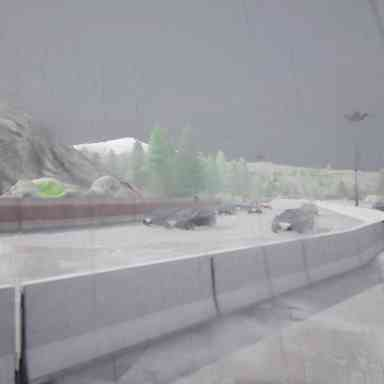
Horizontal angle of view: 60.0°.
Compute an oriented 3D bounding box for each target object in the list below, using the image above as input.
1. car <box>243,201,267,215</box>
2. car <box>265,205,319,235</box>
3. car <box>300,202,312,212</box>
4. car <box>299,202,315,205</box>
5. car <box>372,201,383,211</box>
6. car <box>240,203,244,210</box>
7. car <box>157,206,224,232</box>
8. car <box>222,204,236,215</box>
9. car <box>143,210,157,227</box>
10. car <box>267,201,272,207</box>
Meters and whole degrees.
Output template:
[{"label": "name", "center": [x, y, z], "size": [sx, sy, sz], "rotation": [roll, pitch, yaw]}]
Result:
[{"label": "car", "center": [8.907, 2.344, 46.494], "size": [2.128, 1.511, 4.902], "rotation": [-1, -1, 17]}, {"label": "car", "center": [6.771, 1.887, 21.894], "size": [2.128, 1.511, 4.902], "rotation": [-1, -1, 31]}, {"label": "car", "center": [19.267, 2.482, 56.413], "size": [1.882, 1.535, 5.008], "rotation": [-1, -1, 17]}, {"label": "car", "center": [14.643, 2.199, 41.292], "size": [1.882, 1.535, 5.008], "rotation": [-1, -1, 17]}, {"label": "car", "center": [27.945, 2.144, 48.766], "size": [2.097, 1.767, 4.553], "rotation": [-1, -1, 17]}, {"label": "car", "center": [10.491, 2.722, 63.621], "size": [1.812, 1.442, 4.674], "rotation": [-1, -1, 17]}, {"label": "car", "center": [0.014, 1.967, 24.224], "size": [2.128, 1.511, 4.902], "rotation": [-1, -1, 34]}, {"label": "car", "center": [4.823, 2.352, 45.103], "size": [1.837, 1.490, 4.892], "rotation": [-1, -1, 17]}, {"label": "car", "center": [-2.053, 2.039, 27.435], "size": [2.128, 1.511, 4.902], "rotation": [-1, -1, 31]}, {"label": "car", "center": [13.970, 2.413, 63.045], "size": [2.097, 1.767, 4.553], "rotation": [-1, -1, 17]}]
